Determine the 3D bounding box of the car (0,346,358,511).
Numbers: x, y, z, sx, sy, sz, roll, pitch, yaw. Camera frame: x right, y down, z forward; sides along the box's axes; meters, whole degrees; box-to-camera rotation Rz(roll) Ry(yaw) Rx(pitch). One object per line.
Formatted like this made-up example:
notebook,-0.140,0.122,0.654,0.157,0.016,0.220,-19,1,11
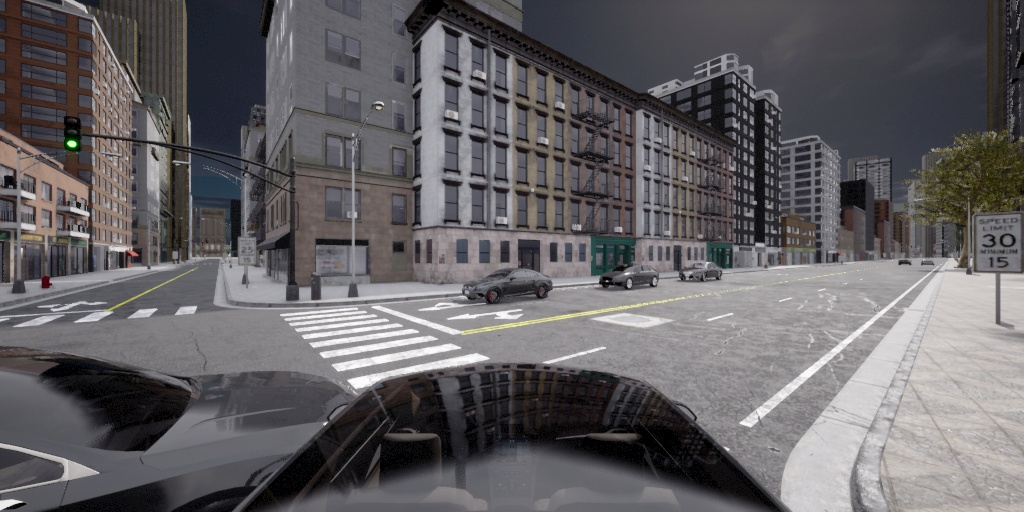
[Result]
car,-3.228,1.257,1.730,4.892,1.490,1.837,0,0,-35

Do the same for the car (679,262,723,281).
car,15.551,1.235,29.469,4.902,1.511,2.128,0,0,-39

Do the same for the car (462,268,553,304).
car,-0.102,1.286,16.714,4.674,1.442,1.812,0,0,-39

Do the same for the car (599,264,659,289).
car,7.566,1.258,22.968,4.892,1.490,1.837,0,0,-39
